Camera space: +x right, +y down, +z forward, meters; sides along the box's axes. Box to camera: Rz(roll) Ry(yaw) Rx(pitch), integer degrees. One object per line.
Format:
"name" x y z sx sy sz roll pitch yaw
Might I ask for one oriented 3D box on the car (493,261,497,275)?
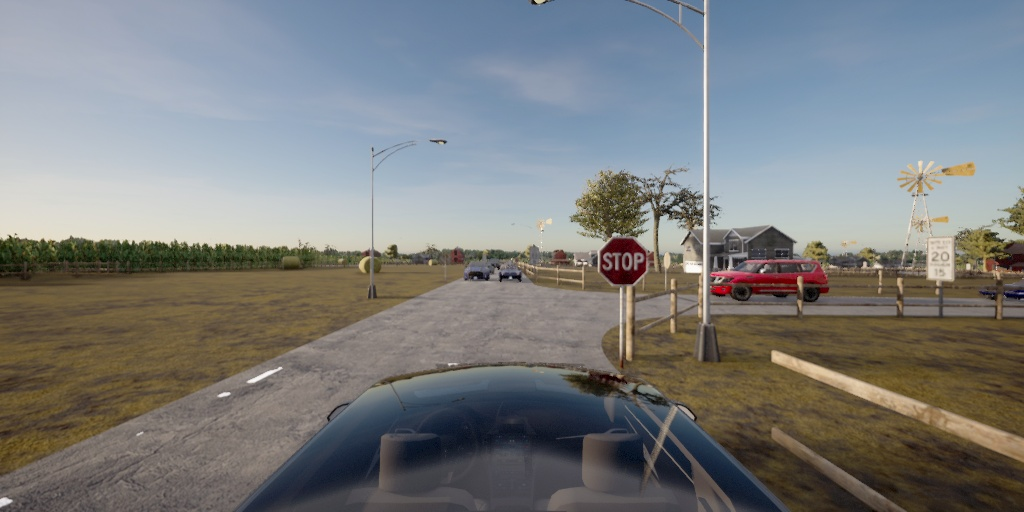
"car" -3.211 1.598 43.986 1.994 1.385 4.181 0 0 0

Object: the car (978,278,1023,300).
"car" 27.288 1.772 18.416 4.718 1.301 1.895 1 0 0

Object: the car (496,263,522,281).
"car" -0.155 1.509 31.754 1.895 1.301 4.718 0 -1 -1

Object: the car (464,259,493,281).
"car" -3.083 1.264 32.082 2.097 1.767 4.553 0 -1 -1

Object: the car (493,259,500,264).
"car" -3.320 1.514 64.706 2.150 2.045 5.566 0 -1 0

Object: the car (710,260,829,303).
"car" 12.844 1.199 18.301 5.566 2.045 2.150 1 0 0
